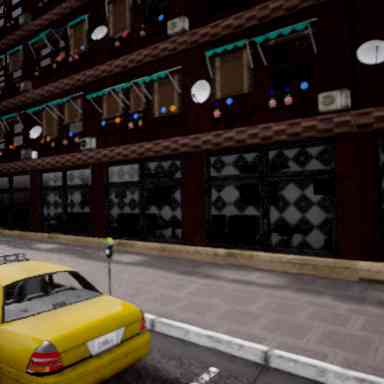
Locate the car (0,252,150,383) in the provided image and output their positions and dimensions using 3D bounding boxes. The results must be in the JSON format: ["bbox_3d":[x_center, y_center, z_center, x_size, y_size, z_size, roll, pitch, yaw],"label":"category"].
[{"bbox_3d":[-2.792,1.575,4.879,4.829,1.417,1.752,-1,-1,36],"label":"car"}]
